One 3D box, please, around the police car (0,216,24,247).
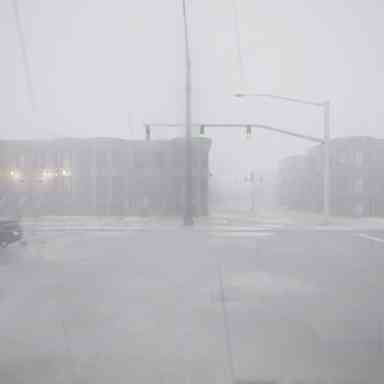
[{"bbox_3d":[-9.314,1.486,12.843,5.238,1.638,1.930,-2,0,3],"label":"police car"}]
